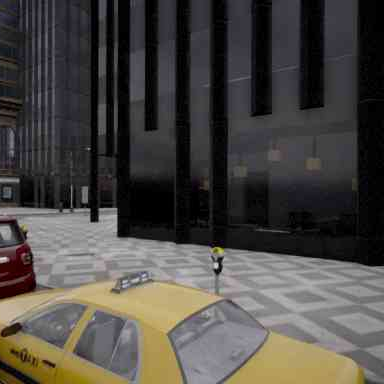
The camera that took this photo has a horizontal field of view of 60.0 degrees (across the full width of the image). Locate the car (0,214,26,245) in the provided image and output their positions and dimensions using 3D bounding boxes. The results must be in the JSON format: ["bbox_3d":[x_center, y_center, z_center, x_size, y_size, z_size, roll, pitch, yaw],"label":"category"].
[{"bbox_3d":[-5.109,1.314,6.560,5.009,1.841,2.192,0,0,35],"label":"car"}]

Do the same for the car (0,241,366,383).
[{"bbox_3d":[-0.814,1.525,3.531,4.829,1.417,1.752,0,0,35],"label":"car"}]
